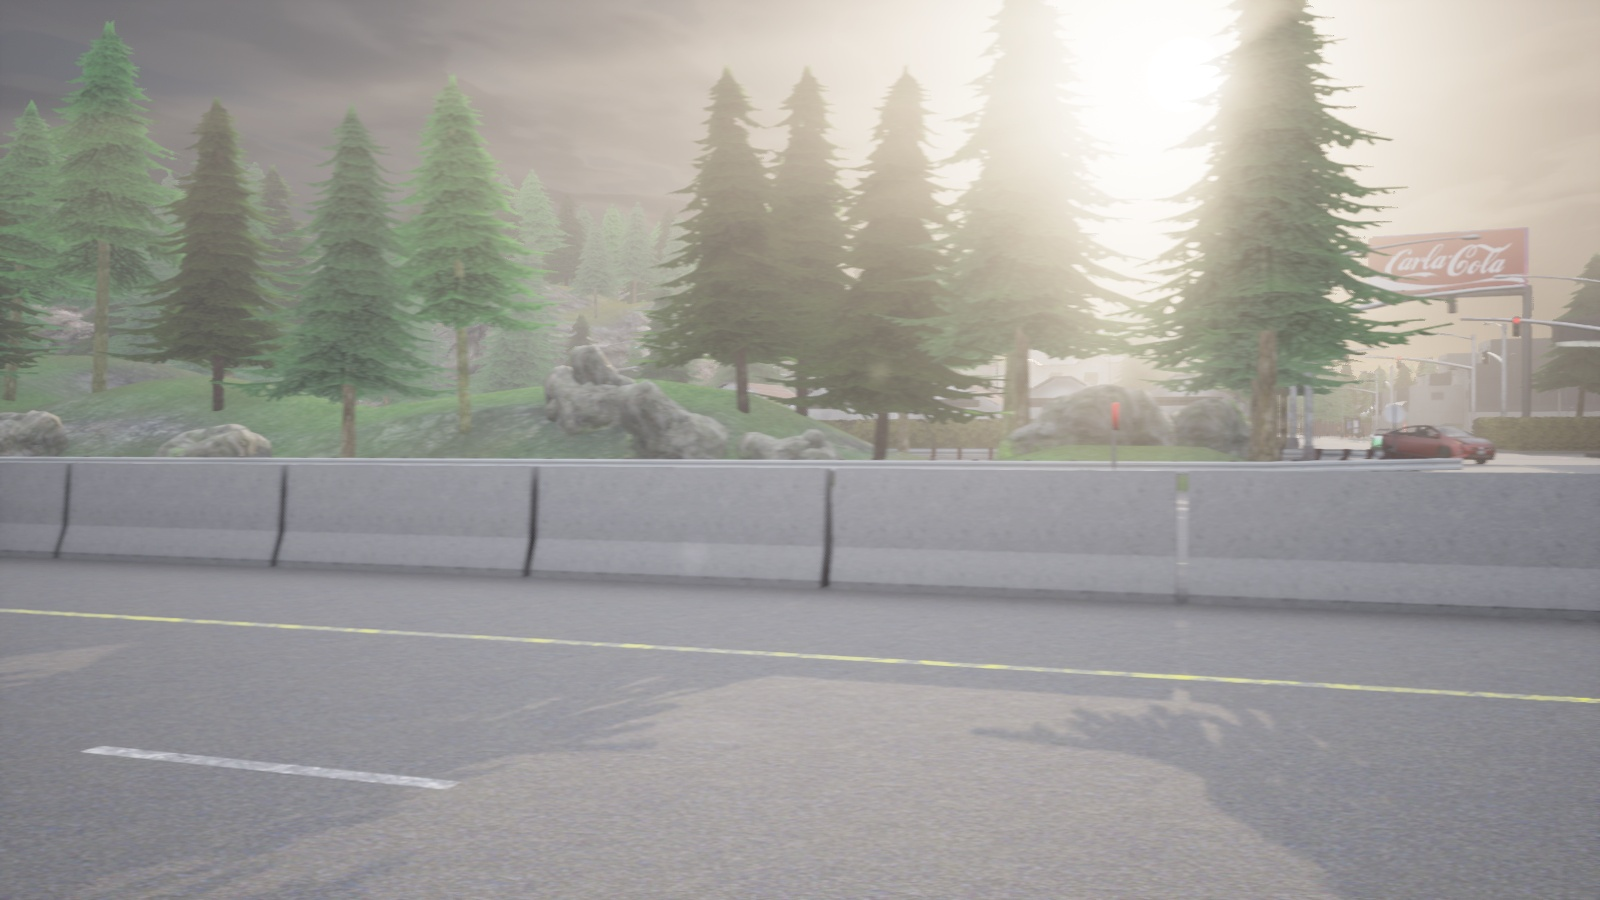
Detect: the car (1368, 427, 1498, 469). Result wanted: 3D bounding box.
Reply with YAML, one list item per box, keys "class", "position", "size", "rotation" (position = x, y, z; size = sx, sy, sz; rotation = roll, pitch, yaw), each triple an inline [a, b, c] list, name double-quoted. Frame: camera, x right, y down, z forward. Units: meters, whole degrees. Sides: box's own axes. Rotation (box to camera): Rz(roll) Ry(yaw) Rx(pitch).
- class: "car"
  position: [24.406, -0.071, 48.625]
  size: [2.007, 1.525, 4.514]
  rotation: [1, 0, -14]

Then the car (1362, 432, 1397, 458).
- class: "car"
  position: [31.749, -0.297, 68.851]
  size: [1.481, 1.376, 2.207]
  rotation: [1, 1, 18]
